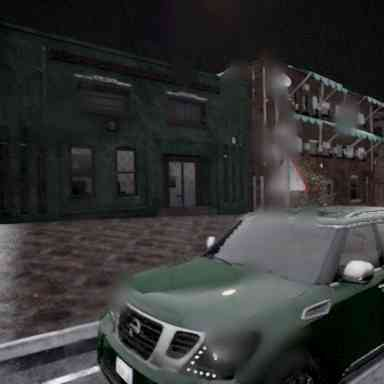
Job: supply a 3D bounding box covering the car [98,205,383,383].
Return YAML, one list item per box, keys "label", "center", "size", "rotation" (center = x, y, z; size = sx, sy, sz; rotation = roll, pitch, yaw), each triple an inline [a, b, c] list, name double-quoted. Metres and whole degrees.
- label: "car"
  center: [1.607, 1.243, 4.606]
  size: [5.566, 2.045, 2.150]
  rotation: [0, 0, -37]
